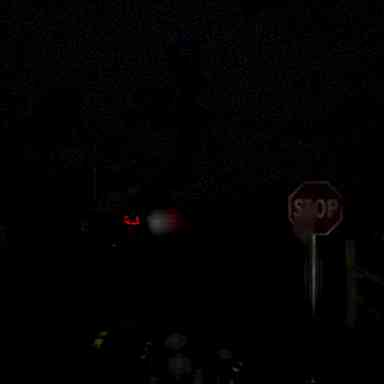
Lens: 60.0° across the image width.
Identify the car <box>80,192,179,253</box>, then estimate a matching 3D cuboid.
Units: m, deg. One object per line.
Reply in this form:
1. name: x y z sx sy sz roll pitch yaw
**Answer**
1. car: -2.599 1.020 13.078 2.150 2.045 5.566 2 1 -33
